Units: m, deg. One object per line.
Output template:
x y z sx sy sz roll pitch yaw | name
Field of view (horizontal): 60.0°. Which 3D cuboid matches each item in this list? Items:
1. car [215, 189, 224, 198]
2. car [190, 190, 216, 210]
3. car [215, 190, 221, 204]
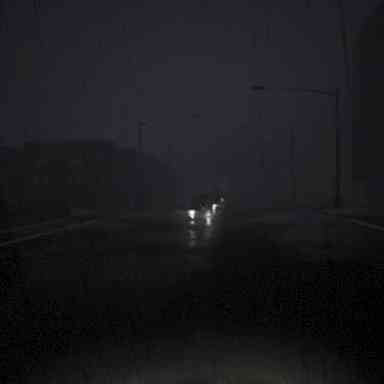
3.413 0.611 50.394 2.033 1.411 5.357 0 1 8 | car
1.051 0.902 32.802 1.837 1.490 4.892 0 1 8 | car
2.226 0.794 41.612 1.994 1.385 4.181 0 1 8 | car
